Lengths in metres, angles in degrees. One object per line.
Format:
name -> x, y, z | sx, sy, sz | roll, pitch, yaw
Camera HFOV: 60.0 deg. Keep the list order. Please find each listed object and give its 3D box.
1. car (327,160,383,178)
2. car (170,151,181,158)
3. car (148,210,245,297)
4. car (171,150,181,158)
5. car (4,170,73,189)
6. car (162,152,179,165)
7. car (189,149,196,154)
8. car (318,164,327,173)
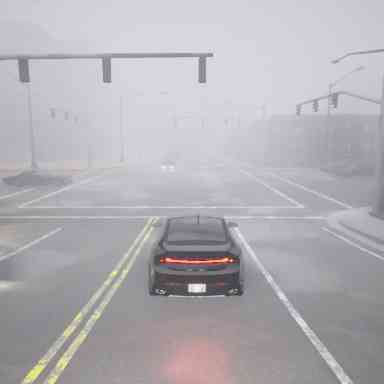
car -> 16.678, -2.141, 32.813 | 5.357, 1.411, 2.033 | 0, 9, 2
car -> -3.503, -6.635, 60.791 | 2.097, 1.767, 4.553 | 0, 9, 0
car -> 0.080, 1.203, 7.996 | 1.837, 1.490, 4.892 | 0, 4, 0
car -> -3.424, -8.073, 70.969 | 1.882, 1.535, 5.008 | 0, 9, 0
car -> -11.787, -1.007, 25.824 | 4.718, 1.301, 1.895 | 0, 9, 0
car -> -3.543, -4.880, 50.661 | 2.033, 1.411, 5.357 | 0, 9, 0
car -> 0.096, -10.967, 90.286 | 1.994, 1.385, 4.181 | 0, 9, 0
car -> 16.313, -2.727, 36.263 | 4.902, 1.511, 2.128 | 0, 9, 0
